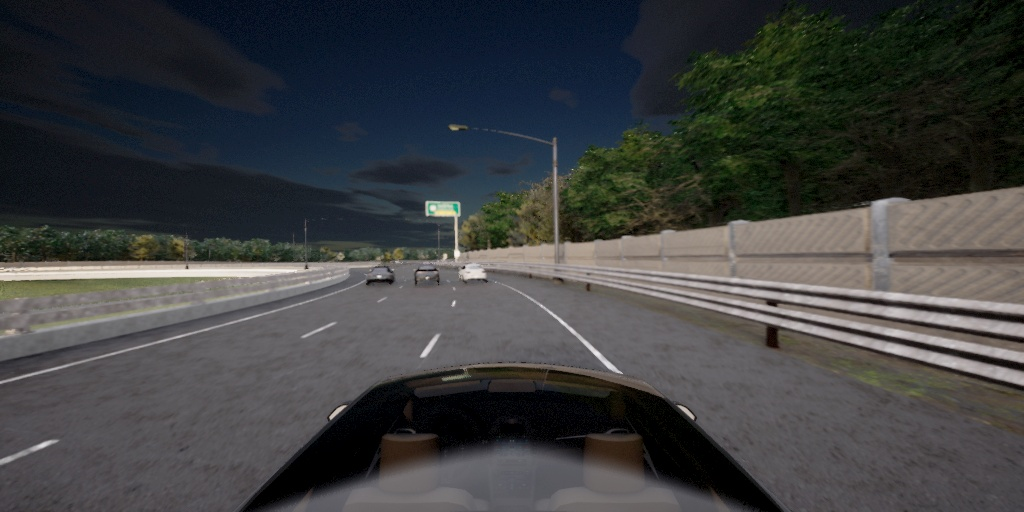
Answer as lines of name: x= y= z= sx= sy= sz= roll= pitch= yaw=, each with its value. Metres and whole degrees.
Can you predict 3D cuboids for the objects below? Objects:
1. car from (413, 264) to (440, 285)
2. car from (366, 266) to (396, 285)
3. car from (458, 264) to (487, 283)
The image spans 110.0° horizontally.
car: x=-6.566 y=1.375 z=27.667 sx=2.128 sy=1.511 sz=4.902 roll=-1 pitch=0 yaw=-14
car: x=-10.449 y=1.522 z=28.776 sx=1.994 sy=1.385 sz=4.181 roll=-1 pitch=0 yaw=-15
car: x=-3.164 y=1.344 z=28.499 sx=1.812 sy=1.442 sz=4.674 roll=-1 pitch=0 yaw=-14
